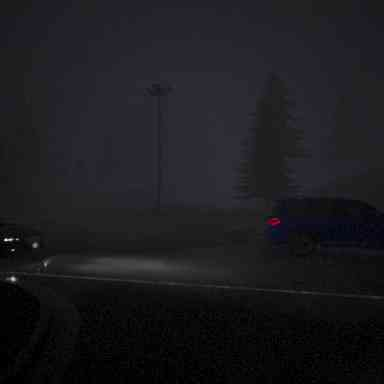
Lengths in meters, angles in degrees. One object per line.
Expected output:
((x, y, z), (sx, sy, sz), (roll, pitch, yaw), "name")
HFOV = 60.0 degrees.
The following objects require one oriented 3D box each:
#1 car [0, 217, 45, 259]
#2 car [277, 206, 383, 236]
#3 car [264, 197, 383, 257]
((-7.538, 1.493, 11.533), (4.902, 1.511, 2.128), (0, 0, 14), "car")
((7.549, 1.535, 18.707), (5.357, 1.411, 2.033), (0, 0, 14), "car")
((5.466, 1.213, 12.007), (5.566, 2.045, 2.150), (0, 0, 14), "car")
